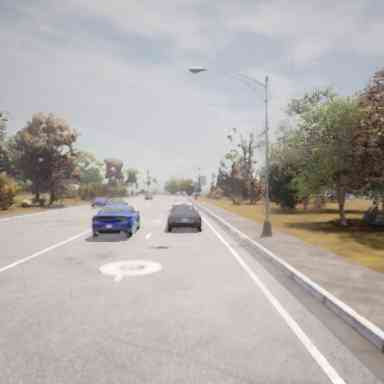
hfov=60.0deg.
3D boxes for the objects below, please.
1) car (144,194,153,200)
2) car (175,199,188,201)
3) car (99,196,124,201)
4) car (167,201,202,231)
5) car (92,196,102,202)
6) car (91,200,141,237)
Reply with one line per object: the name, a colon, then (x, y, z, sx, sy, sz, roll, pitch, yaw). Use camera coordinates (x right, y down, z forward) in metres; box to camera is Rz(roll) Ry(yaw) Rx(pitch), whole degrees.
car: (-10.028, 1.169, 77.234, 1.837, 1.490, 4.892, 0, 0, -2)
car: (-1.234, 1.435, 38.241, 1.895, 1.301, 4.718, 0, 0, -2)
car: (-8.378, 1.395, 36.872, 2.033, 1.411, 5.357, 0, 0, -2)
car: (-0.469, 1.477, 20.132, 1.994, 1.385, 4.181, 0, 0, -2)
car: (-12.217, 1.342, 44.926, 1.812, 1.442, 4.674, 0, 0, -2)
car: (-3.871, 1.405, 17.610, 1.882, 1.535, 5.008, 0, 0, -2)
